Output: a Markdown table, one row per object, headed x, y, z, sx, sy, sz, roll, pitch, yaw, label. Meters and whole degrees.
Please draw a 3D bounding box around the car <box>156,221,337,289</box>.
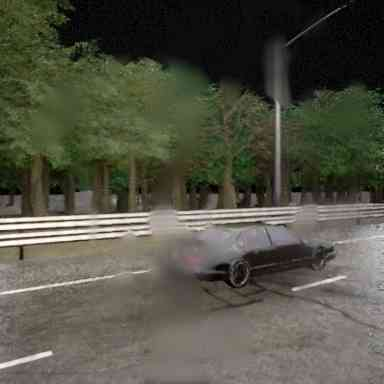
| x | y | z | sx | sy | sz | roll | pitch | yaw | label |
| --- | --- | --- | --- | --- | --- | --- | --- | --- | --- |
| 1.694 | 1.534 | 9.147 | 5.357 | 1.411 | 2.033 | 0 | 0 | -35 | car |
